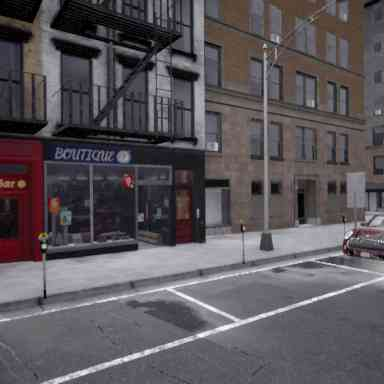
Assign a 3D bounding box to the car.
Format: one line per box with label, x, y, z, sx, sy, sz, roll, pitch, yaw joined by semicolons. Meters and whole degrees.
car;7.043;1.439;11.592;4.097;1.590;1.967;0;-1;-36
